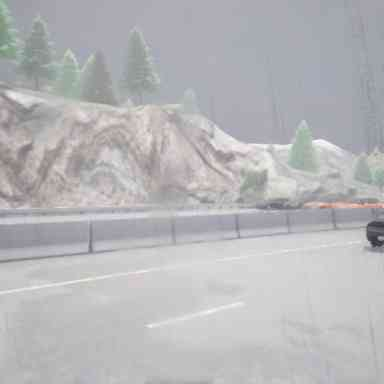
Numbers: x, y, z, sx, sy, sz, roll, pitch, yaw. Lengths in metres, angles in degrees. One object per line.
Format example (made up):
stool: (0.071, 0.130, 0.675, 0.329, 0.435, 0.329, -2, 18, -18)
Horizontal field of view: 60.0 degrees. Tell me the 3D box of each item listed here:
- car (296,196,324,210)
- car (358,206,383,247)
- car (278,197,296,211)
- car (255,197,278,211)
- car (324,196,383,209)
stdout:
car: (12.458, 1.217, 30.951, 4.553, 1.767, 2.097, 0, 0, -25)
car: (9.023, 1.443, 13.302, 4.892, 1.490, 1.837, 0, 0, -30)
car: (11.670, 1.204, 34.448, 4.553, 1.767, 2.097, 0, 0, -25)
car: (9.316, 1.354, 37.209, 4.892, 1.490, 1.837, 0, 0, -25)
car: (13.708, 1.228, 27.672, 4.553, 1.767, 2.097, 0, 0, -25)
